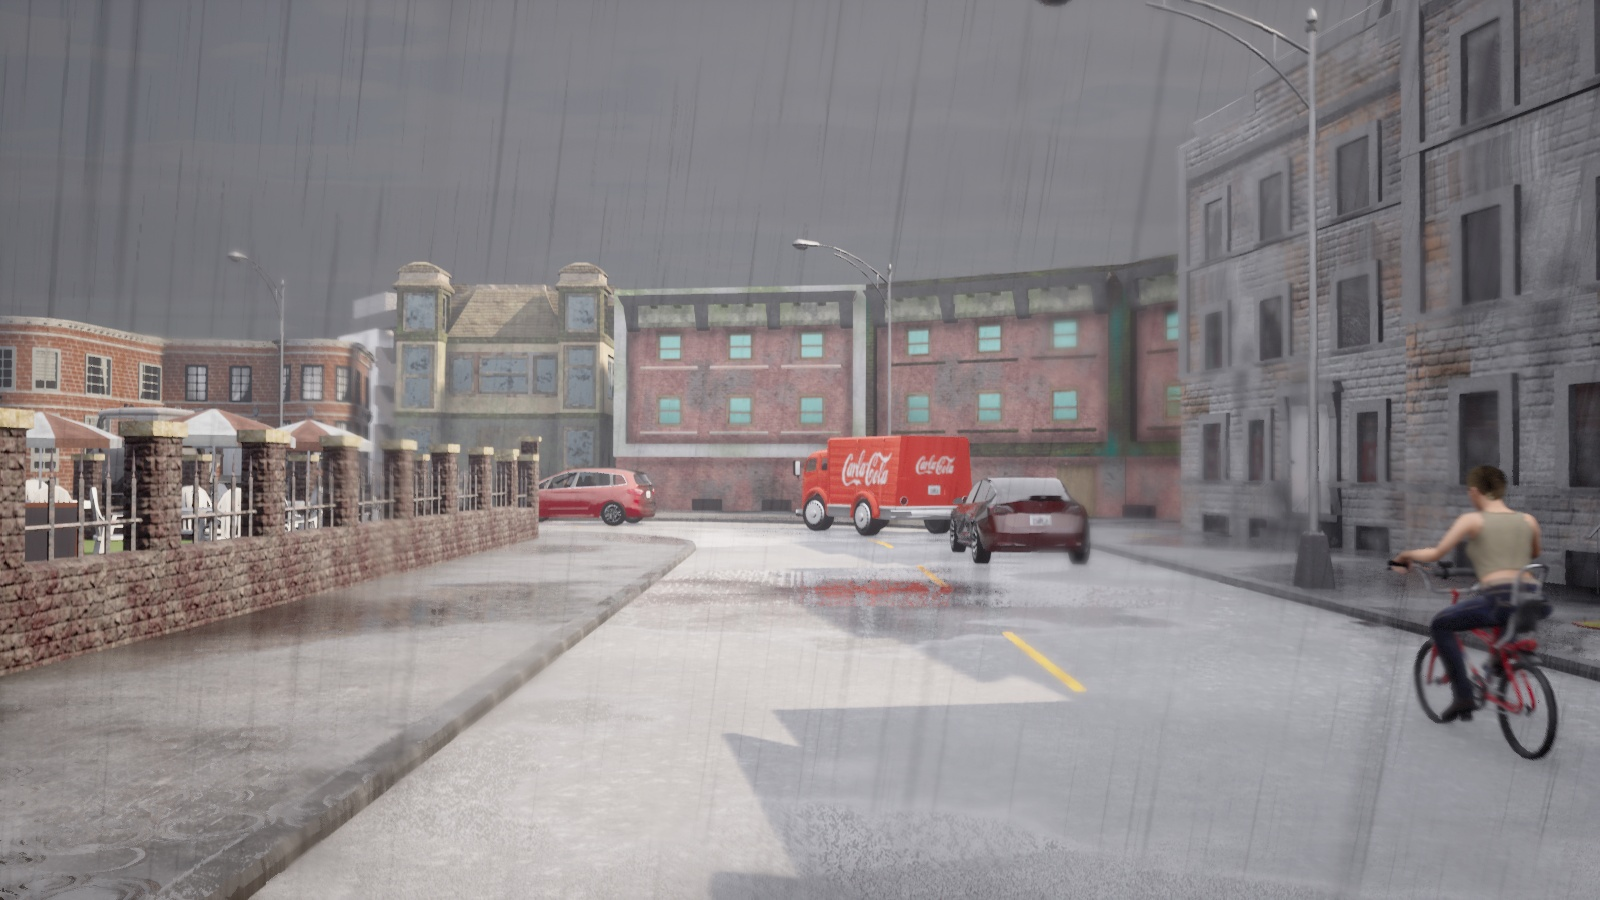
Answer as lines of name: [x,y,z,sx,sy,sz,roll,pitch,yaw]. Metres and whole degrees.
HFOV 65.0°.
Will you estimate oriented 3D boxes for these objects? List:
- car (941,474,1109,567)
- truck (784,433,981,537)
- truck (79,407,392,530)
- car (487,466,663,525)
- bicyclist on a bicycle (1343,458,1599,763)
car: [3.943,1.193,22.885,2.163,1.488,4.792,0,-1,0]
truck: [2.005,0.879,32.471,2.627,2.467,5.204,0,-1,-30]
truck: [-16.516,0.538,37.133,7.936,3.462,2.891,0,-1,-1]
car: [-6.570,1.322,36.971,4.611,1.667,2.242,0,-1,9]
bicyclist on a bicycle: [3.975,0.864,7.417,0.866,1.612,1.509,0,-1,0]
